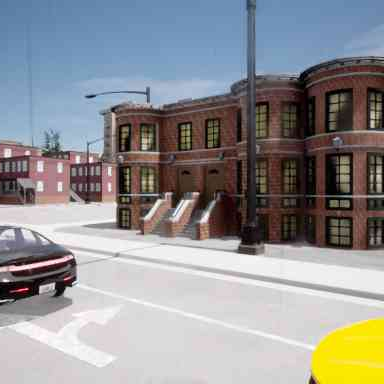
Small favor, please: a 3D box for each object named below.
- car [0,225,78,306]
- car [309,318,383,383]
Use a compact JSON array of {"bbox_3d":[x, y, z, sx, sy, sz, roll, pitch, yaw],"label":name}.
[{"bbox_3d":[-4.569,1.492,7.263,4.902,1.511,2.128,0,0,34],"label":"car"},{"bbox_3d":[3.198,1.478,1.713,5.008,1.535,1.882,0,0,36],"label":"car"}]
